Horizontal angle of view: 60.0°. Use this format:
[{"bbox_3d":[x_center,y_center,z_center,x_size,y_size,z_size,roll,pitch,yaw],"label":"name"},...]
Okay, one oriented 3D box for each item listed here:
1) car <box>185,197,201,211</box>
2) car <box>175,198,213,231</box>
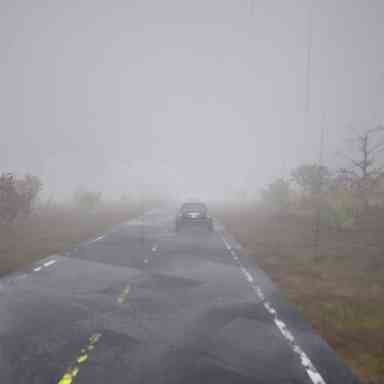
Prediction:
[{"bbox_3d":[0.125,1.474,42.672,1.882,1.535,5.008,0,0,0],"label":"car"},{"bbox_3d":[0.111,1.351,20.439,2.097,1.767,4.553,0,0,0],"label":"car"}]
